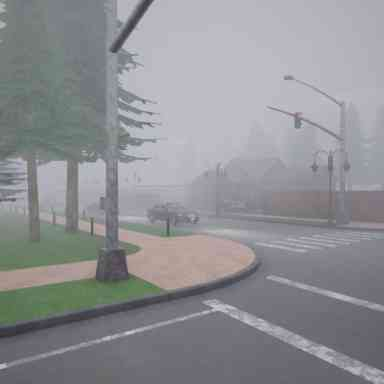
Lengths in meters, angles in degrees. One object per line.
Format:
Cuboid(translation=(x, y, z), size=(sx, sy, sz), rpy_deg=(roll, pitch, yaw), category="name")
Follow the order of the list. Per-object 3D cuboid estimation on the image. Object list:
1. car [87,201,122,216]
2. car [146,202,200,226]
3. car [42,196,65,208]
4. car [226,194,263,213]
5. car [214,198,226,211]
Cuboid(translation=(-8.761, 1.587, 33.171), size=(1.895, 1.301, 4.718), rpy_deg=(0, 0, -37), category="car")
Cuboid(translation=(-1.428, 1.477, 23.361), size=(2.128, 1.511, 4.902), rpy_deg=(0, 0, -37), category="car")
Cuboid(translation=(-19.680, 1.337, 47.258), size=(2.097, 1.767, 4.553), rpy_deg=(0, 0, -40), category="car")
Cuboid(translation=(6.202, 1.160, 34.767), size=(4.605, 1.855, 1.932), rpy_deg=(0, 0, -37), category="car")
Cuboid(translation=(4.382, 1.161, 36.545), size=(3.866, 1.878, 1.905), rpy_deg=(0, 0, -37), category="car")
